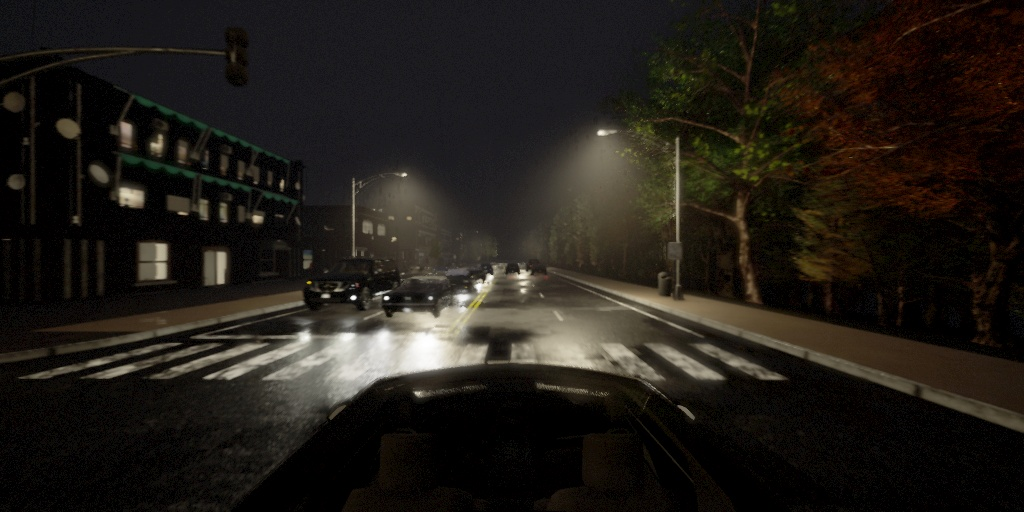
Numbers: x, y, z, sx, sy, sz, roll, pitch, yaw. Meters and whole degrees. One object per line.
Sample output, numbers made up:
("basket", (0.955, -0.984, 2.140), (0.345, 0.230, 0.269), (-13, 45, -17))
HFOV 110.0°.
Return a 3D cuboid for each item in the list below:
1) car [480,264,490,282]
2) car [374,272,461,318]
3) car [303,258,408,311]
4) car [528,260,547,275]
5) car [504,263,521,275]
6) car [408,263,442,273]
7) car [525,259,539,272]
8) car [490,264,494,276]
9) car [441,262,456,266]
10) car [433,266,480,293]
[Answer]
("car", (-3.337, 1.599, 32.595), (1.994, 1.385, 4.181), (0, -1, 0))
("car", (-3.350, 1.462, 13.756), (1.895, 1.301, 4.718), (0, -1, 0))
("car", (-6.575, 1.099, 15.569), (2.150, 2.045, 5.566), (0, -1, 2))
("car", (3.354, 1.631, 45.432), (1.882, 1.535, 5.008), (0, -1, 0))
("car", (0.103, 1.659, 45.566), (1.837, 1.490, 4.892), (0, -1, 0))
("car", (-6.596, 1.475, 25.626), (1.837, 1.490, 4.892), (0, -1, 0))
("car", (3.258, 1.469, 55.742), (2.150, 2.045, 5.566), (0, -1, 0))
("car", (-3.287, 1.676, 45.129), (1.812, 1.442, 4.674), (0, -1, 1))
("car", (-6.583, 1.416, 35.804), (2.097, 1.767, 4.553), (0, -1, 0))
("car", (-3.345, 1.507, 22.576), (1.994, 1.385, 4.181), (0, -1, 0))
